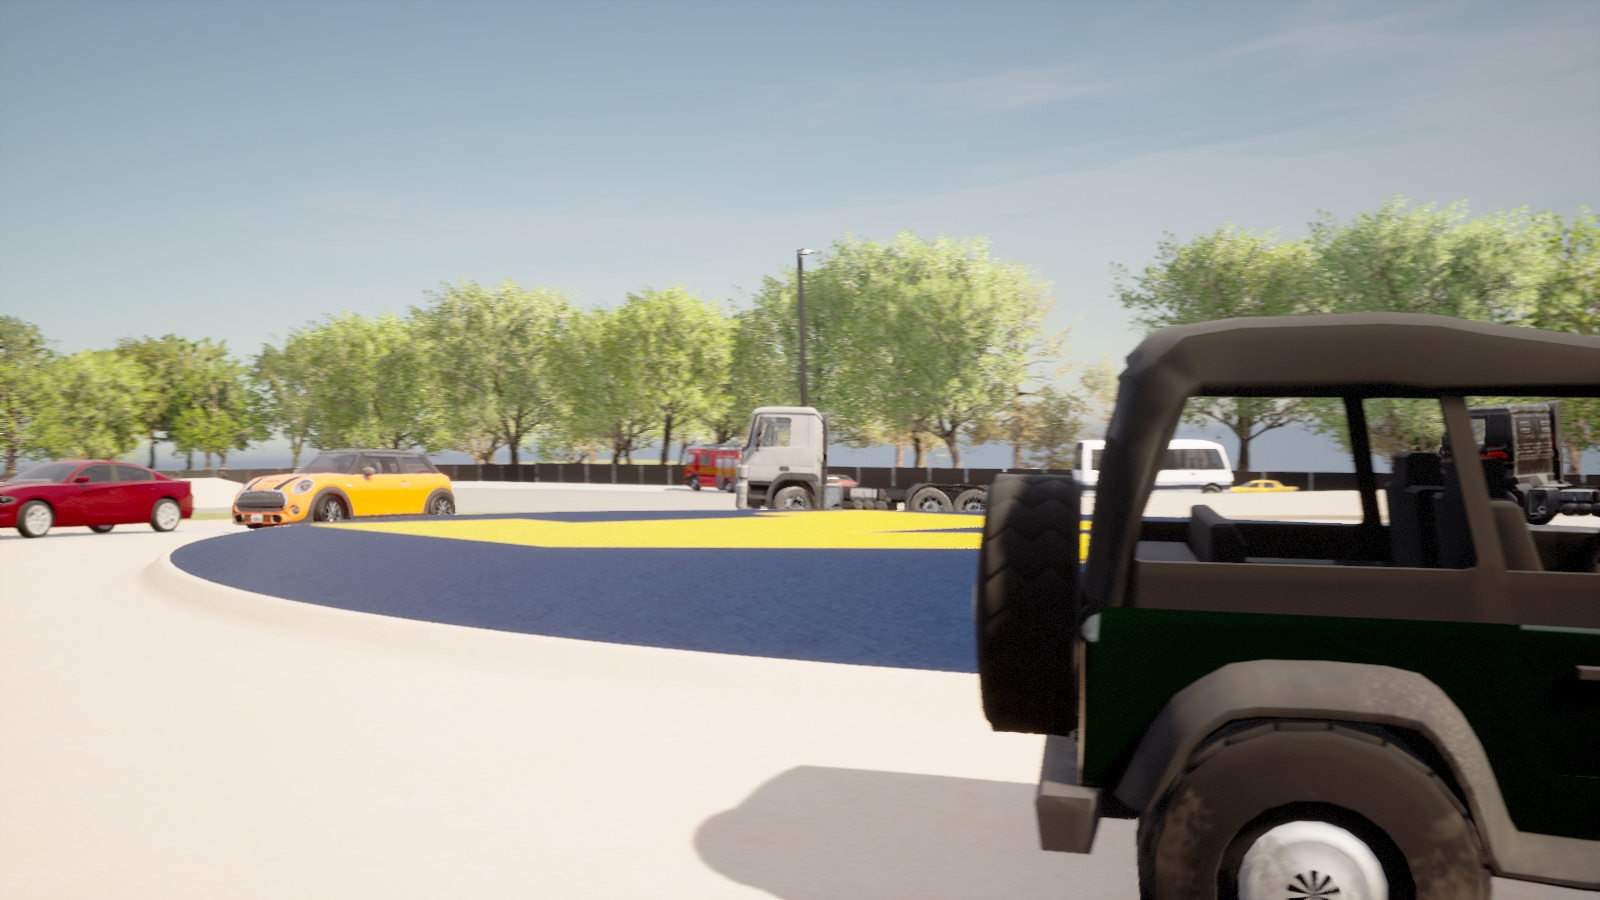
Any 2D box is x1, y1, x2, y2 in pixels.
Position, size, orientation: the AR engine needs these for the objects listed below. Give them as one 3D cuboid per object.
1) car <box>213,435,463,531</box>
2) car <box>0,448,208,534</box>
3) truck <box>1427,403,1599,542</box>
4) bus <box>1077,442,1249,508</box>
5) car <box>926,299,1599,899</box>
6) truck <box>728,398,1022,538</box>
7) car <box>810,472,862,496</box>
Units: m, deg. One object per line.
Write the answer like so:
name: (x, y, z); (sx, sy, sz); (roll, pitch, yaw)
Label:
car: (-9.243, 0.695, 25.566); (2.097, 1.767, 4.553); (-1, -2, 27)
car: (-14.437, 0.825, 25.003); (1.882, 1.535, 5.008); (-1, -2, 18)
truck: (20.890, 0.531, 32.379); (2.891, 3.462, 7.936); (-2, 1, -37)
bus: (24.074, 1.626, 83.794); (10.273, 4.253, 3.944); (0, 1, 0)
car: (2.442, 0.577, 3.782); (3.866, 1.878, 1.905); (1, 2, 13)
truck: (2.167, 0.567, 36.005); (7.936, 3.462, 2.891); (3, -4, 6)
car: (2.655, 2.495, 93.771); (2.152, 1.651, 5.027); (1, 0, -20)
